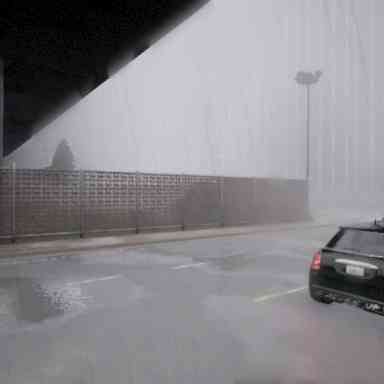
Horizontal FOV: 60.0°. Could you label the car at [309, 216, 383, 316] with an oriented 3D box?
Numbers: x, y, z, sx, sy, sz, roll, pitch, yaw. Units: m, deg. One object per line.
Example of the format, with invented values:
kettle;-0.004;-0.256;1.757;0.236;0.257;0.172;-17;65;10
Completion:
car;4.555;1.390;7.005;4.553;1.767;2.097;0;0;-35
